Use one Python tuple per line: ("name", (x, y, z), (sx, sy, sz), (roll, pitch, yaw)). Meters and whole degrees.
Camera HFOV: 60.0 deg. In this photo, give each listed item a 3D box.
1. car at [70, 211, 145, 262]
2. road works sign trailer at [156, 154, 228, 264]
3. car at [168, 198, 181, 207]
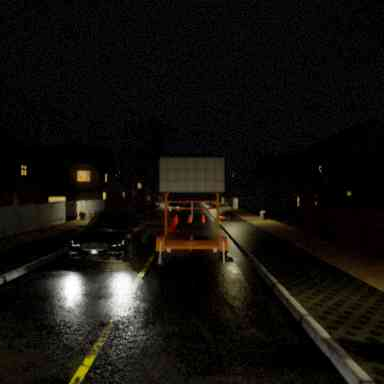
("car", (-2.848, 1.499, 12.104), (1.837, 1.490, 4.892), (0, 0, 0))
("road works sign trailer", (0.003, 0.458, 11.804), (2.380, 3.560, 2.880), (0, 0, 0))
("car", (-2.816, 1.695, 54.534), (2.033, 1.411, 5.357), (0, 0, 0))
